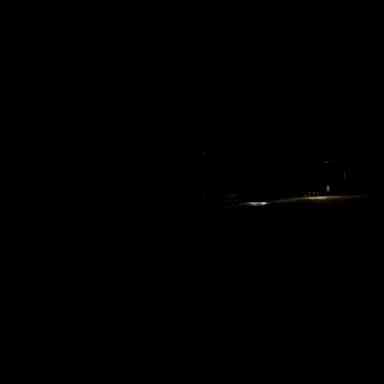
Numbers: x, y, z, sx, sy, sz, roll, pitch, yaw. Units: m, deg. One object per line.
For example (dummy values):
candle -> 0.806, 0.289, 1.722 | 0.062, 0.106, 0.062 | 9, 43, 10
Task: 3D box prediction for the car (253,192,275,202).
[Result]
car -> 11.207, 0.769, 51.811 | 1.882, 1.535, 5.008 | -2, 0, 35
